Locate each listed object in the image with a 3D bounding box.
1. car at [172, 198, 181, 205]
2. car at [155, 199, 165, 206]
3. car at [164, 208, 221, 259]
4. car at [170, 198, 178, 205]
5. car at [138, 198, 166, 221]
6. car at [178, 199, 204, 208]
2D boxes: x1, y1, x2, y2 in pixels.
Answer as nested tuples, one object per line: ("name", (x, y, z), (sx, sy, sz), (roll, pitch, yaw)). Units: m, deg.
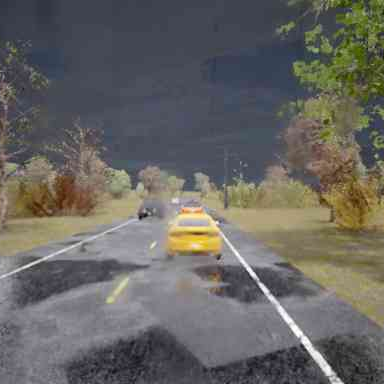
("car", (-3.719, 2.239, 79.405), (1.994, 1.385, 4.181), (0, 0, 0))
("car", (-6.927, 2.277, 71.786), (1.994, 1.385, 4.181), (0, -1, -6))
("car", (0.079, 1.628, 13.325), (1.882, 1.535, 5.008), (0, -1, 0))
("car", (-3.582, 2.075, 72.076), (1.812, 1.442, 4.674), (0, -1, -2))
("car", (-3.679, 1.569, 31.393), (2.150, 2.045, 5.566), (0, -1, -1))
("car", (0.032, 1.692, 30.957), (2.097, 1.767, 4.553), (0, -1, 0))
